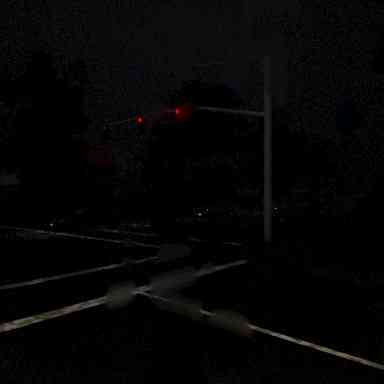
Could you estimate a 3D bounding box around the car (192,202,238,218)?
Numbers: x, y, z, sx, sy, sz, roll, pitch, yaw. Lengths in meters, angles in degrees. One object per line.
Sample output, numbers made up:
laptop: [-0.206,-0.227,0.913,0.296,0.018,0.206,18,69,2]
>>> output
car: [2.125,1.600,29.859,1.895,1.301,4.718,0,0,41]

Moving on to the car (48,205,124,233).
car: [-6.231,1.526,20.022,1.812,1.442,4.674,0,0,39]

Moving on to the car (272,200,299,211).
car: [11.118,1.601,40.194,1.895,1.301,4.718,0,0,41]

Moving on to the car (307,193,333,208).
car: [19.014,1.222,49.236,2.150,2.045,5.566,0,0,41]
